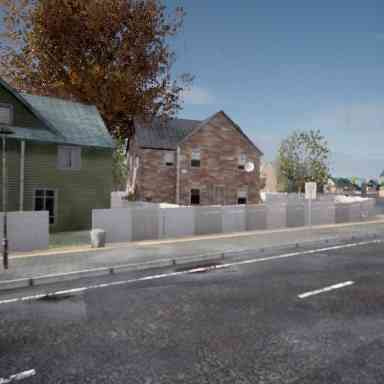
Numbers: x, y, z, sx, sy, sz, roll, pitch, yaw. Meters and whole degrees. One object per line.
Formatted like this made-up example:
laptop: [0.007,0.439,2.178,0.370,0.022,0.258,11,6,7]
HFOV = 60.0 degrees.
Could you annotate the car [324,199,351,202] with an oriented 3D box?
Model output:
car: [16.238,1.190,36.844,1.837,1.490,4.892,1,1,-20]

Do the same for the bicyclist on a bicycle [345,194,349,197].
bicyclist on a bicycle: [20.153,1.035,43.350,1.656,1.620,0.582,1,0,-20]

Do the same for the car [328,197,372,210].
car: [18.404,1.324,39.083,1.895,1.301,4.718,1,0,-18]

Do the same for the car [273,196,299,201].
car: [12.925,1.009,46.171,1.882,1.535,5.008,1,0,-20]

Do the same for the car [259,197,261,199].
car: [9.619,0.978,55.495,1.895,1.301,4.718,1,0,-19]
